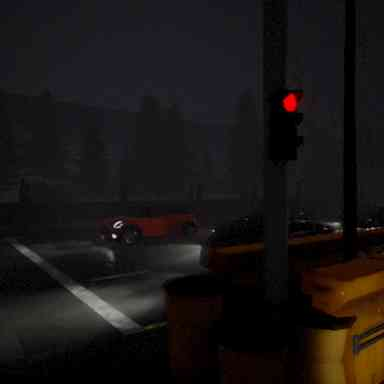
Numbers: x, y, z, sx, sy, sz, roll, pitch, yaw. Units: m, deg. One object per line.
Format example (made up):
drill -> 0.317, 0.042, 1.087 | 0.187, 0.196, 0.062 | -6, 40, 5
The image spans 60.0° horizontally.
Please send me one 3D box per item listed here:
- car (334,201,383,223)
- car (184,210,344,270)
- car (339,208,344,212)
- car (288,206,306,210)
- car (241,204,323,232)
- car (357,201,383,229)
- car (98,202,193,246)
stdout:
car -> 13.513, 1.503, 26.470 | 4.892, 1.490, 1.837 | -1, 0, -35
car -> 2.442, 1.497, 9.987 | 4.902, 1.511, 2.128 | 0, 0, -37
car -> 11.579, 1.561, 20.822 | 5.357, 1.411, 2.033 | 0, 0, -35
car -> 3.377, 1.555, 14.988 | 5.357, 1.411, 2.033 | 0, 0, -35
car -> 5.741, 1.558, 20.964 | 5.357, 1.411, 2.033 | 0, 0, -35
car -> 10.452, 1.232, 15.725 | 5.566, 2.045, 2.150 | 0, 0, -35
car -> -1.971, 1.357, 15.478 | 4.553, 1.767, 2.097 | 0, 0, -35
